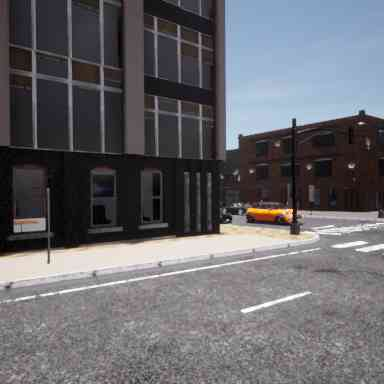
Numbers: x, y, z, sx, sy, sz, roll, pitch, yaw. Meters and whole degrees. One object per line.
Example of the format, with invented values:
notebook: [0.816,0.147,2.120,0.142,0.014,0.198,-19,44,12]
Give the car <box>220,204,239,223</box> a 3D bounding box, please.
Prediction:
car: [1.565,1.934,28.505,1.947,1.339,4.313,-2,0,-37]

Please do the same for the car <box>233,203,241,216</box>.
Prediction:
car: [5.174,1.920,38.104,2.008,1.369,4.403,-2,0,-37]

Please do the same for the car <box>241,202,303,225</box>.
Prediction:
car: [6.502,1.622,26.477,2.097,1.767,4.553,-1,0,-37]
